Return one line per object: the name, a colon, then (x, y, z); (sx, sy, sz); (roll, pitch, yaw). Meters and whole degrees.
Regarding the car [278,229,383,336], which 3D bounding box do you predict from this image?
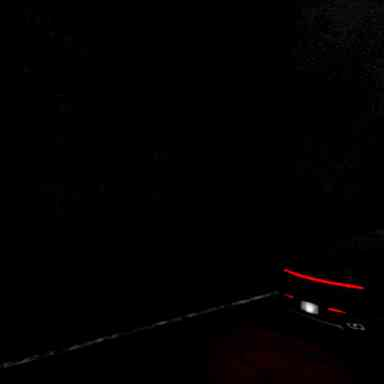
car: (3.740, 1.480, 6.414); (4.892, 1.490, 1.837); (0, 0, -35)
